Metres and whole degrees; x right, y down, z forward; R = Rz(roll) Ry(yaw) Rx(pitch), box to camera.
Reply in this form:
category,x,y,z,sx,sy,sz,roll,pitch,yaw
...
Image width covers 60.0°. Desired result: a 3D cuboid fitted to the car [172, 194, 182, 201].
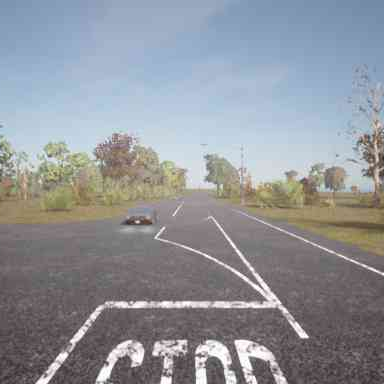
category,x,y,z,sx,sy,sz,roll,pitch,yaw
car,-3.492,1.234,78.819,2.097,1.767,4.553,0,0,2

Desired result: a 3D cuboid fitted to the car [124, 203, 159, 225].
category,x,y,z,sx,sy,sz,roll,pitch,yaw
car,-3.482,1.536,23.964,2.033,1.411,5.357,0,0,0
